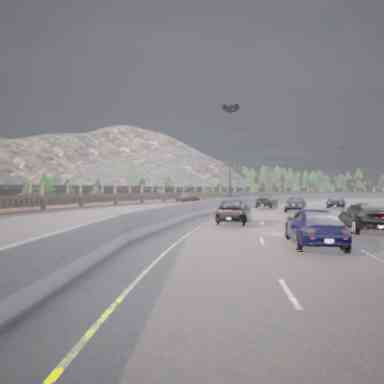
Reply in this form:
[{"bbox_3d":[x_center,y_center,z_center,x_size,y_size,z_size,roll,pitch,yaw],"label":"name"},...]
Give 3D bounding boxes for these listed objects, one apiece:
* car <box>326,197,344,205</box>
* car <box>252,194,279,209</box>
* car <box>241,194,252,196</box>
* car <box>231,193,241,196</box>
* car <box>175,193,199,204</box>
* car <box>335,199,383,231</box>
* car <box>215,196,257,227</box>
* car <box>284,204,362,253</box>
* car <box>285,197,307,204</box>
[{"bbox_3d":[17.023,1.240,39.135,1.895,1.301,4.718,0,1,27],"label":"car"},{"bbox_3d":[8.735,1.136,38.419,1.837,1.490,4.892,0,1,26],"label":"car"},{"bbox_3d":[10.878,0.990,56.317,2.033,1.411,5.357,1,1,35],"label":"car"},{"bbox_3d":[7.830,0.964,58.089,2.033,1.411,5.357,1,1,34],"label":"car"},{"bbox_3d":[-0.739,0.947,50.713,1.882,1.535,5.008,0,1,29],"label":"car"},{"bbox_3d":[9.263,1.345,17.781,1.837,1.490,4.892,0,1,12],"label":"car"},{"bbox_3d":[2.730,1.278,21.269,2.128,1.511,4.902,0,1,15],"label":"car"},{"bbox_3d":[4.811,1.402,13.066,1.812,1.442,4.674,0,1,9],"label":"car"},{"bbox_3d":[10.331,1.231,33.064,2.033,1.411,5.357,0,1,22],"label":"car"}]
